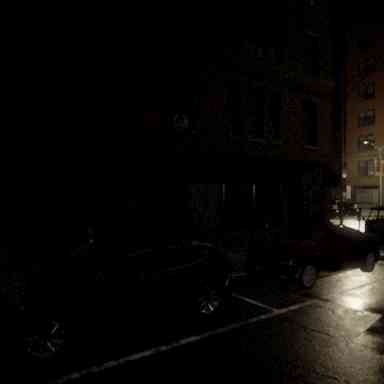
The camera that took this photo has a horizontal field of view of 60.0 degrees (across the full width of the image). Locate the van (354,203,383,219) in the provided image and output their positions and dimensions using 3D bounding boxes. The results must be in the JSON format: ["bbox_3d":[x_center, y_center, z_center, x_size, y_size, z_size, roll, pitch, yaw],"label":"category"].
[{"bbox_3d":[8.032,1.363,12.433,3.998,1.788,1.690,0,0,-35],"label":"van"}]

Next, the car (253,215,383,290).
[{"bbox_3d":[3.411,1.558,9.163,4.507,1.381,1.887,0,0,-35],"label":"car"}]

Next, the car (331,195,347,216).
[{"bbox_3d":[10.381,1.252,29.701,2.150,2.045,5.566,0,0,-36],"label":"car"}]

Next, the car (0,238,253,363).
[{"bbox_3d":[-1.208,1.570,5.893,4.313,1.339,1.947,0,0,-35],"label":"car"}]

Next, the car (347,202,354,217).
[{"bbox_3d":[13.015,1.270,31.602,2.150,2.045,5.566,0,0,-36],"label":"car"}]
